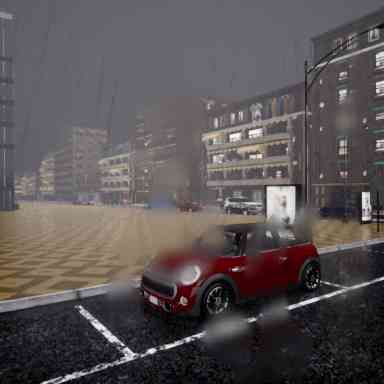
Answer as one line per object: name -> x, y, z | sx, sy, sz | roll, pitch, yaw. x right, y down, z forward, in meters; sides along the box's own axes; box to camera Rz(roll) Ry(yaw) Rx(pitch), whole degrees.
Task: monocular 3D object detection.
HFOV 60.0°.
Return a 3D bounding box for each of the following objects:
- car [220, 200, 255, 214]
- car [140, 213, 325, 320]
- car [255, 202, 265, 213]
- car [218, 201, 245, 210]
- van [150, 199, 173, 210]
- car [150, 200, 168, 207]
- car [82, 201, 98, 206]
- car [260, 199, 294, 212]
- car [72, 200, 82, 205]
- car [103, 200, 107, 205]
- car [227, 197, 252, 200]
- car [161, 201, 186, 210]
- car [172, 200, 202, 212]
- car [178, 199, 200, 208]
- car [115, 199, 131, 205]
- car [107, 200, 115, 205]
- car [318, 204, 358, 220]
car -> 5.683, 1.969, 38.007 | 2.008, 1.369, 4.403 | -2, 0, -36
car -> 0.918, 1.440, 7.228 | 4.097, 1.590, 1.967 | 0, 0, -36
car -> 8.954, 1.887, 33.499 | 2.008, 1.369, 4.403 | -2, 0, -36
car -> 6.096, 2.097, 52.067 | 1.802, 1.307, 4.206 | -2, 0, -36
van -> -5.330, 2.035, 53.357 | 1.690, 1.788, 3.998 | -2, 0, -36
car -> -7.047, 2.425, 70.052 | 1.802, 1.307, 4.206 | -2, 0, -36
car -> -23.641, 2.704, 78.657 | 2.008, 1.369, 4.403 | -2, 0, -36
car -> 11.361, 1.824, 44.889 | 1.967, 1.590, 4.097 | -2, 0, -36
car -> -30.181, 2.862, 87.673 | 1.887, 1.381, 4.507 | -2, 0, -36
car -> -23.397, 2.798, 92.593 | 1.887, 1.381, 4.507 | -2, 0, -36
car -> 6.432, 1.652, 41.622 | 2.150, 2.045, 5.566 | -1, 0, -36
car -> -3.076, 2.178, 54.814 | 1.837, 1.490, 4.892 | -1, -1, -35
car -> -0.403, 2.115, 46.476 | 1.887, 1.381, 4.507 | -2, 0, -36
car -> -0.507, 2.119, 61.039 | 1.967, 1.590, 4.097 | -2, 0, -36
car -> -16.860, 2.529, 83.577 | 1.967, 1.590, 4.097 | -2, 0, -36
car -> -20.127, 2.737, 88.085 | 1.947, 1.339, 4.313 | -2, 0, -36
car -> 13.990, 1.809, 31.204 | 1.994, 1.385, 4.181 | -1, 0, -36
